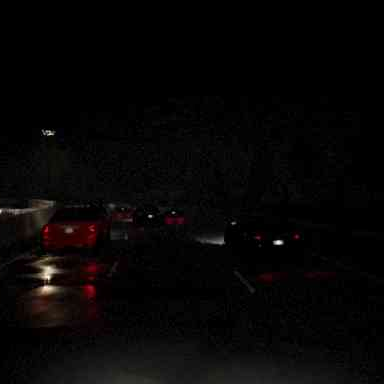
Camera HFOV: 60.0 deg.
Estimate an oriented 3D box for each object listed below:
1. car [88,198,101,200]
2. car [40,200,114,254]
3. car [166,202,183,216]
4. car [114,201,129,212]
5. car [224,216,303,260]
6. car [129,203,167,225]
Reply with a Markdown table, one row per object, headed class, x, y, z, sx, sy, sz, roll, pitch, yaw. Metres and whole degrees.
| class | x | y | z | sx | sy | sz | roll | pitch | yaw |
| --- | --- | --- | --- | --- | --- | --- | --- | --- | --- |
| car | -10.508 | 1.505 | 35.800 | 2.097 | 1.767 | 4.553 | 0 | 0 | -21 |
| car | -4.704 | 1.413 | 14.013 | 2.097 | 1.767 | 4.553 | 0 | 0 | -8 |
| car | -2.505 | 1.732 | 34.409 | 1.895 | 1.301 | 4.718 | 0 | 0 | -18 |
| car | -9.159 | 1.772 | 41.716 | 1.895 | 1.301 | 4.718 | 0 | 0 | -24 |
| car | 2.533 | 1.605 | 12.666 | 1.994 | 1.385 | 4.181 | 0 | 0 | -7 |
| car | -3.394 | 1.662 | 25.030 | 1.994 | 1.385 | 4.181 | 0 | 0 | -15 |
